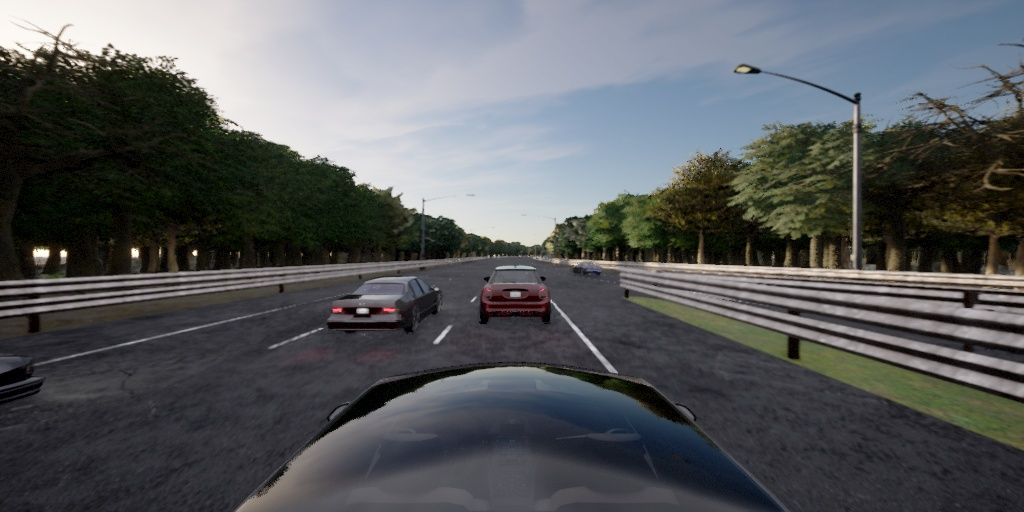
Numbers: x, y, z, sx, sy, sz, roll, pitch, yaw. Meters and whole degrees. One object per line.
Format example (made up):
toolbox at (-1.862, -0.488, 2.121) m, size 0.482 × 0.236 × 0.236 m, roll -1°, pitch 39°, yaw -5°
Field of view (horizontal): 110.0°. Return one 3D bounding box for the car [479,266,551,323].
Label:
car at (0.098, 1.102, 12.238) m, size 2.097 × 1.767 × 4.553 m, roll 0°, pitch 0°, yaw 0°

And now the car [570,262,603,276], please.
car at (7.838, 1.338, 38.126) m, size 2.033 × 1.411 × 5.357 m, roll 0°, pitch 0°, yaw -9°

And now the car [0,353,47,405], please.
car at (-6.902, 1.297, 2.044) m, size 2.033 × 1.411 × 5.357 m, roll 0°, pitch 0°, yaw 0°

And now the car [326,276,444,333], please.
car at (-3.399, 1.297, 10.669) m, size 2.033 × 1.411 × 5.357 m, roll 0°, pitch 0°, yaw 0°
